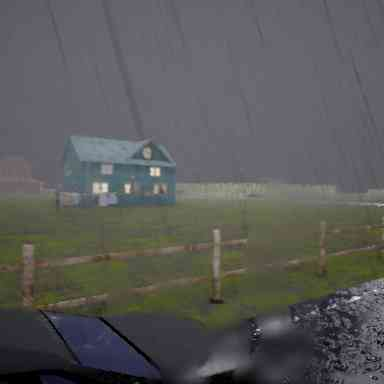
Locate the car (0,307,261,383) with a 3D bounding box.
[{"bbox_3d":[-1.914,1.544,1.708,5.357,1.411,2.033,0,0,-35],"label":"car"}]

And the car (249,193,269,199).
[{"bbox_3d":[14.965,0.891,74.583,1.895,1.301,4.718,1,1,-35],"label":"car"}]
